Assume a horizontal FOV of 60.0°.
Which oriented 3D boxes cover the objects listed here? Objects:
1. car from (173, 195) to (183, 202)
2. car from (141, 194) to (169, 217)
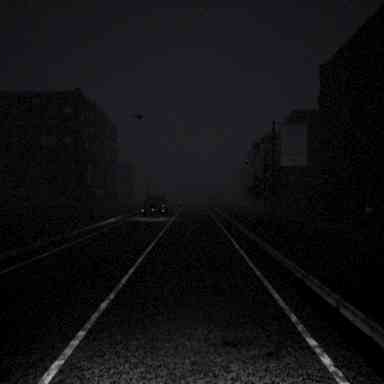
[{"bbox_3d":[-2.977,1.531,73.563,1.837,1.490,4.892,0,0,0],"label":"car"},{"bbox_3d":[-3.377,1.206,31.623,2.150,2.045,5.566,0,0,0],"label":"car"}]
